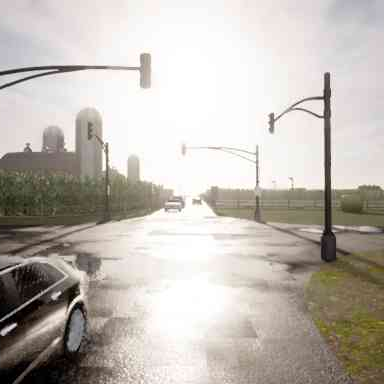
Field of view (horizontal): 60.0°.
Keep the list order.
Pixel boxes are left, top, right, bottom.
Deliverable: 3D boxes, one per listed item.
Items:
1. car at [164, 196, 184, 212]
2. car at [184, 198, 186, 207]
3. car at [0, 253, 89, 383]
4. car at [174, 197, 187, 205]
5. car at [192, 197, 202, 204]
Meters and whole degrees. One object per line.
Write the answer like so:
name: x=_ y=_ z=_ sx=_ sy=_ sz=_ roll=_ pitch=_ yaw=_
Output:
car: x=-2.232 y=1.565 z=40.126 sx=1.812 sy=1.442 sz=4.674 roll=0 pitch=0 yaw=1
car: x=-2.129 y=1.406 z=49.953 sx=2.097 sy=1.767 sz=4.553 roll=0 pitch=0 yaw=1
car: x=-2.576 y=1.505 z=3.223 sx=1.837 sy=1.490 sz=4.892 roll=0 pitch=0 yaw=3
car: x=-2.003 y=1.621 z=60.134 sx=2.033 sy=1.411 sz=5.357 roll=0 pitch=0 yaw=1
car: x=0.962 y=1.686 z=64.991 sx=1.895 sy=1.301 sz=4.718 roll=0 pitch=0 yaw=0
